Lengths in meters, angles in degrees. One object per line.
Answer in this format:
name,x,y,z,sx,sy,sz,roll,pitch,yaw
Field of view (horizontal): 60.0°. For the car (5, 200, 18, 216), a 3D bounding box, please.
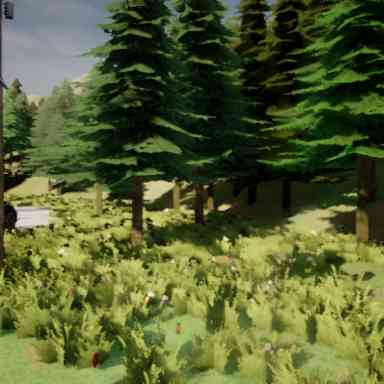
car,-9.974,0.961,15.021,2.150,2.045,5.566,0,1,-5
